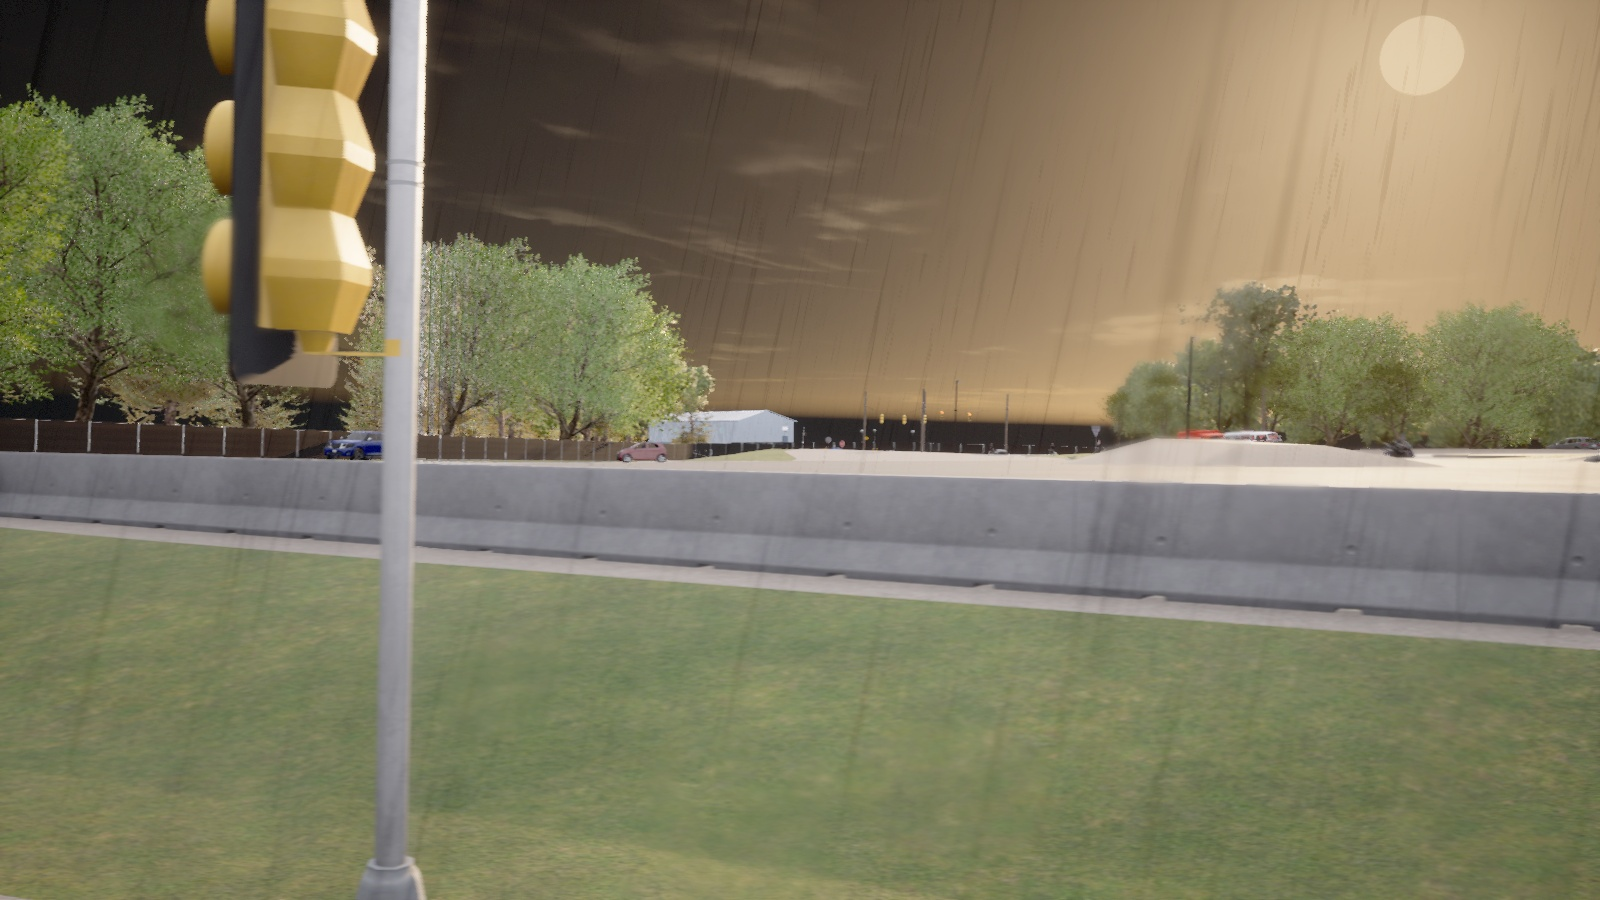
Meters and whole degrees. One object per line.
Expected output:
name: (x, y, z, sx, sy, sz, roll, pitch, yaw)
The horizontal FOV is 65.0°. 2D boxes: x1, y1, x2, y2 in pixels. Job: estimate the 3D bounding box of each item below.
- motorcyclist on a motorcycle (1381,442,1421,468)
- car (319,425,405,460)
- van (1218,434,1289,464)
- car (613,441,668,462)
motorcyclist on a motorcycle: (37.454, 0.308, 78.300, 0.866, 1.530, 2.191, -3, 1, -23)
car: (-28.414, -0.447, 81.675, 2.150, 2.045, 5.566, 3, 0, 20)
van: (33.688, -0.079, 93.413, 2.069, 2.038, 4.480, 1, -3, -41)
car: (-11.468, 0.130, 90.290, 3.633, 1.501, 1.845, 0, -1, -18)
